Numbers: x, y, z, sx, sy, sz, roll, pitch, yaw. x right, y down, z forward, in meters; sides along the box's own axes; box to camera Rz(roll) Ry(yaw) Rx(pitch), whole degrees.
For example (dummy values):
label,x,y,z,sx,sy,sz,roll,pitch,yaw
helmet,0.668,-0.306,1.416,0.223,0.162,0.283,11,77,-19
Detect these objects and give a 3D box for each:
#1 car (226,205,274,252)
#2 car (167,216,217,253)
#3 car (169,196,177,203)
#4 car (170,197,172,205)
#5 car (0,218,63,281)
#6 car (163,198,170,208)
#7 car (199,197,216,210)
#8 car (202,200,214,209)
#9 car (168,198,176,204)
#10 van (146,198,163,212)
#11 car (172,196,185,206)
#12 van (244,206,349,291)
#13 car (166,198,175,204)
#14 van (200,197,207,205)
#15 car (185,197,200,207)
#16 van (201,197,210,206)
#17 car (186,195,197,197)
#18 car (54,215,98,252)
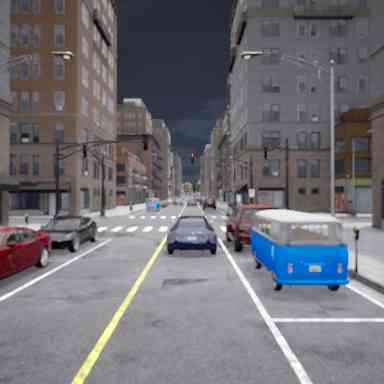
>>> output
label,x,y,z,sx,sy,sz,roll,pitch,yaw
car,2.637,1.452,14.496,2.192,1.841,5.009,0,-1,0
car,0.015,1.700,14.280,1.994,1.385,4.181,0,0,1
car,-5.389,2.192,95.112,2.192,1.841,5.009,0,-1,0
car,-5.400,2.126,62.674,1.887,1.381,4.507,0,-1,0
car,-5.388,1.630,8.983,1.887,1.381,4.507,0,-1,0
car,-5.401,2.098,57.268,1.947,1.339,4.313,0,-1,0
car,2.708,1.797,51.865,2.192,1.841,5.009,0,-1,0
car,2.703,2.083,57.269,2.008,1.369,4.403,0,-1,0
car,-5.390,2.394,89.704,1.947,1.339,4.313,0,-1,0
van,-5.405,1.773,46.458,1.690,1.788,3.998,0,-1,0
car,-2.748,2.156,68.163,1.812,1.442,4.674,0,0,0
van,2.637,1.427,8.984,1.690,1.788,3.998,0,-1,0
car,-5.392,2.329,84.298,2.008,1.369,4.403,0,-1,0
van,2.685,2.071,78.895,1.690,1.788,3.998,0,-1,0
car,0.008,2.179,66.281,1.994,1.385,4.181,0,0,0
van,2.694,1.972,68.083,1.690,1.788,3.998,0,-1,0
car,0.006,2.140,81.666,1.994,1.385,4.181,0,-1,0
car,-5.388,1.703,14.494,1.947,1.339,4.313,0,-1,0
